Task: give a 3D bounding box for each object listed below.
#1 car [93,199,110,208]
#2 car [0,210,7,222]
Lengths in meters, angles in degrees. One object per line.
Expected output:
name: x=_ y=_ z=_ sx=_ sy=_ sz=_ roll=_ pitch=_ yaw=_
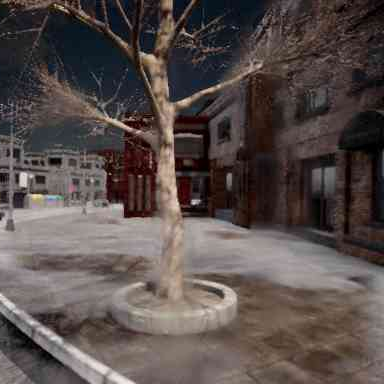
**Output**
car: x=-16.313 y=2.022 z=59.113 sx=1.837 sy=1.490 sz=4.892 roll=1 pitch=0 yaw=12
car: x=-15.799 y=1.647 z=25.075 sx=2.033 sy=1.411 sz=5.357 roll=1 pitch=-1 yaw=-11
